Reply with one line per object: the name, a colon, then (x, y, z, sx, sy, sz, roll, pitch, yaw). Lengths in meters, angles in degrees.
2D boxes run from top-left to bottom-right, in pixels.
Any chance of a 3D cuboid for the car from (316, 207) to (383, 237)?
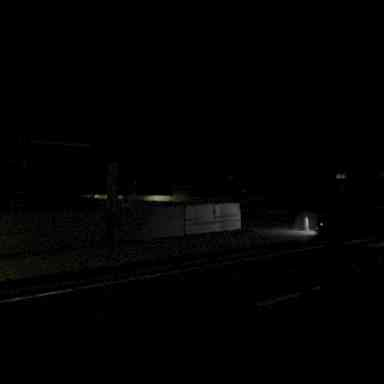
car: (8.861, 1.422, 15.950, 5.357, 1.411, 2.033, 0, 0, 16)
